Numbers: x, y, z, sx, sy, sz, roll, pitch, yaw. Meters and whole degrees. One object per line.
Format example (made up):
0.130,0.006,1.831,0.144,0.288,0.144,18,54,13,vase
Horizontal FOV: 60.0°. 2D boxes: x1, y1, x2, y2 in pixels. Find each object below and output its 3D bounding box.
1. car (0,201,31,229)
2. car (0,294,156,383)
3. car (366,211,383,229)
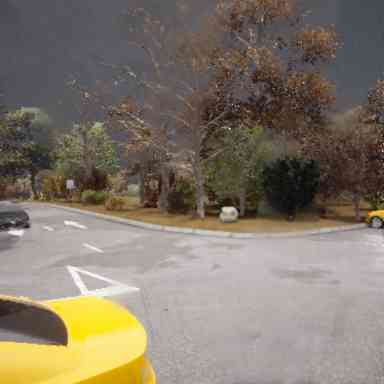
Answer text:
-11.060,1.362,19.937,1.837,1.490,4.892,-4,3,-36,car
-2.619,1.484,1.817,5.008,1.535,1.882,0,0,-35,car
12.508,1.382,18.711,2.097,1.535,5.008,0,0,-35,car
